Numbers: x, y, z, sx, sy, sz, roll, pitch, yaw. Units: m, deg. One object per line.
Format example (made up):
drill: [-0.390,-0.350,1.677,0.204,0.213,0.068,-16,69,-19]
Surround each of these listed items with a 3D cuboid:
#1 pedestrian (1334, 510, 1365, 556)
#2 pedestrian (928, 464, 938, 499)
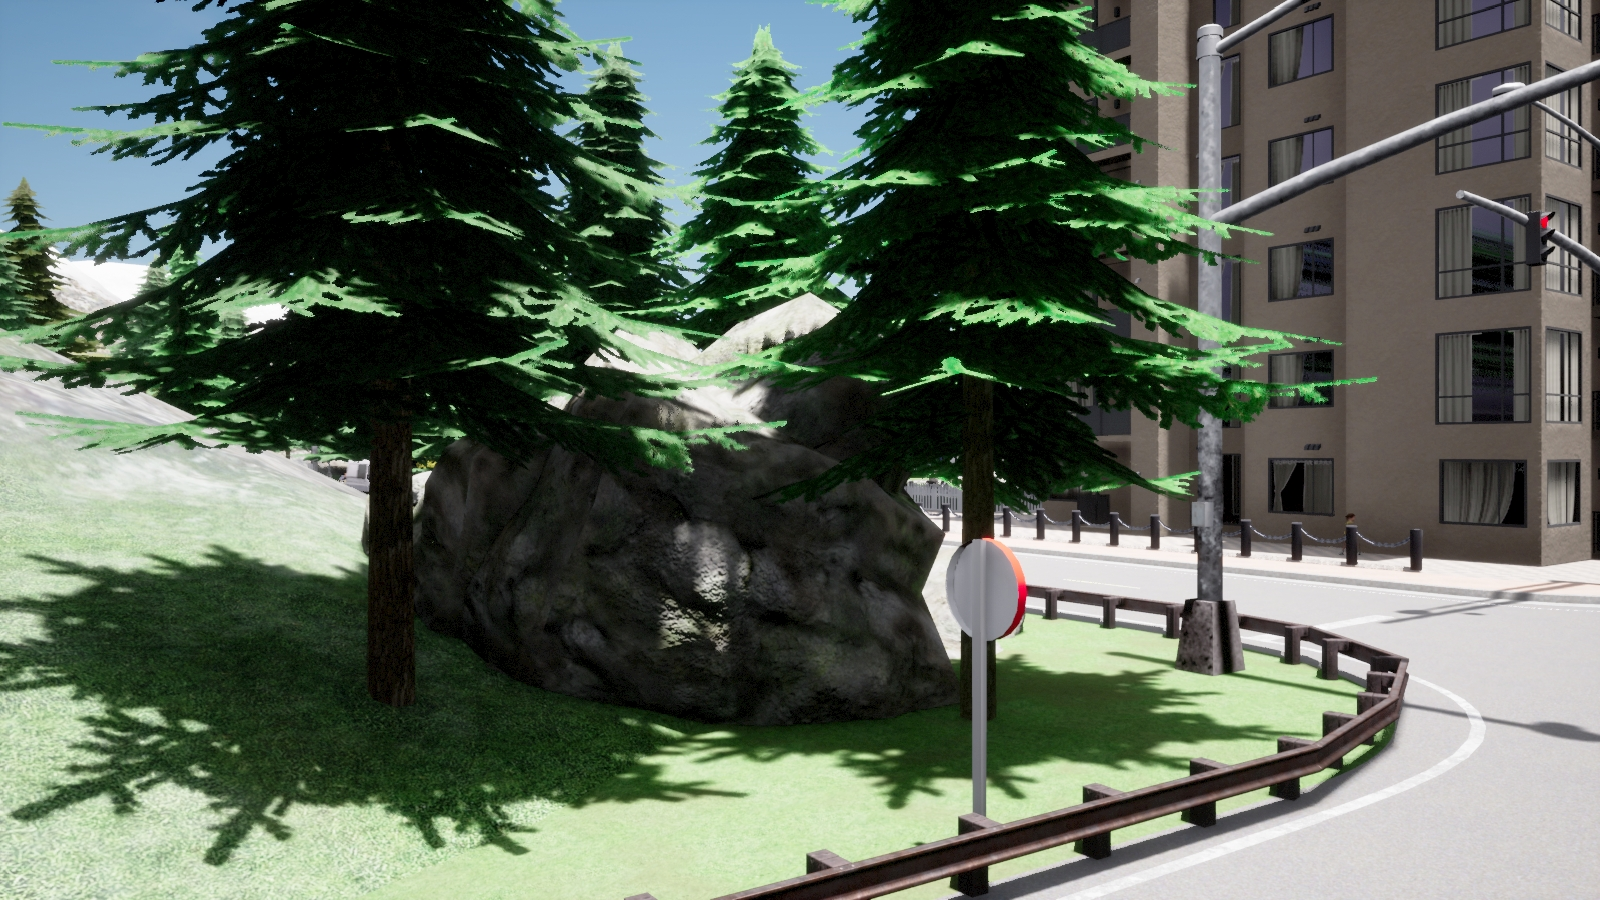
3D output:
pedestrian: [13.591,2.040,28.256,0.500,1.100,0.500,0,0,-33]
pedestrian: [7.066,1.656,60.519,0.375,1.860,0.375,0,0,-40]
